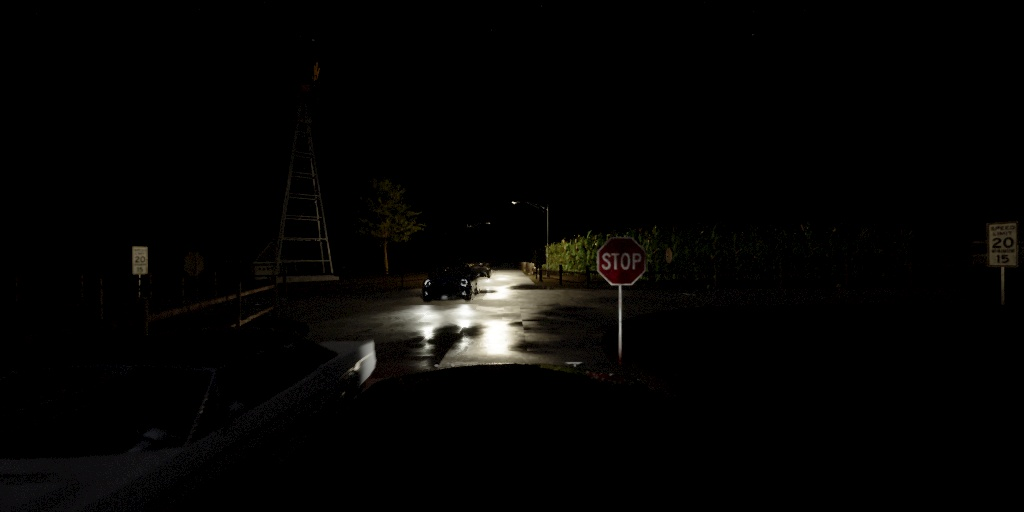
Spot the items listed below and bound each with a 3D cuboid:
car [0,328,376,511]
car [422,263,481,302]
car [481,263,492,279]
[{"bbox_3d":[-2.755,1.351,2.625,1.895,1.301,4.718,0,0,0],"label":"car"},{"bbox_3d":[-2.873,1.171,17.386,2.097,1.767,4.553,-1,0,0],"label":"car"},{"bbox_3d":[-2.977,1.439,34.446,1.837,1.490,4.892,0,0,0],"label":"car"}]
